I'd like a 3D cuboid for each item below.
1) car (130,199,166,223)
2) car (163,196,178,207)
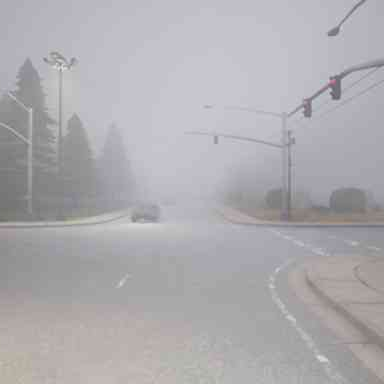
[{"bbox_3d":[-3.431,1.548,25.761,2.033,1.411,5.357,0,0,0],"label":"car"},{"bbox_3d":[-3.359,1.334,51.491,2.097,1.767,4.553,0,0,0],"label":"car"}]
